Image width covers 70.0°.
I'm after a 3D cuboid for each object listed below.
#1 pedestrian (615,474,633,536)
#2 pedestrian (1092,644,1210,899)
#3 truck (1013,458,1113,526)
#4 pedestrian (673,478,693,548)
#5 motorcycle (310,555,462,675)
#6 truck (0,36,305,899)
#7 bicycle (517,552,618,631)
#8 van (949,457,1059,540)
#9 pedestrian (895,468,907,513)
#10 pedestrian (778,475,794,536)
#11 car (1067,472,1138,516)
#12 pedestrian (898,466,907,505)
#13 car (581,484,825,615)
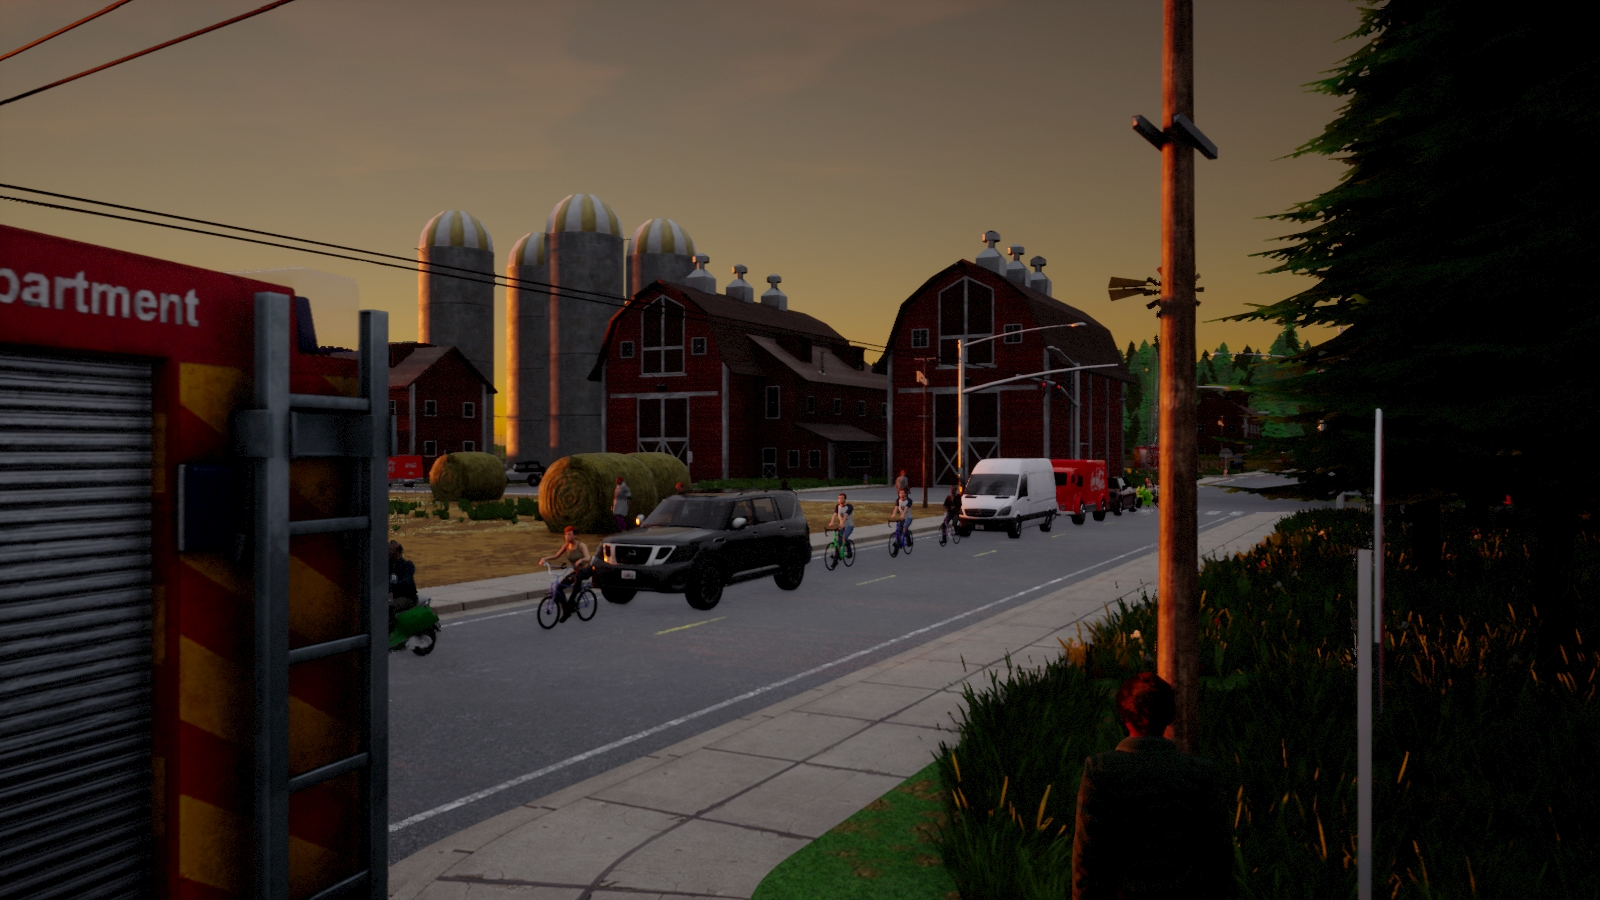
[{"bbox_3d":[-5.417,1.687,35.211,0.375,1.860,0.375,0,0,38],"label":"pedestrian"},{"bbox_3d":[1.247,1.665,4.098,0.375,1.860,0.375,0,0,12],"label":"pedestrian"},{"bbox_3d":[10.520,1.577,45.334,2.627,2.467,5.204,0,0,28],"label":"truck"},{"bbox_3d":[-3.156,1.698,30.766,0.375,1.860,0.375,0,0,32],"label":"pedestrian"},{"bbox_3d":[-5.477,2.148,15.226,0.856,1.316,1.805,0,0,28],"label":"motorcycle"},{"bbox_3d":[-6.149,0.872,3.913,8.468,3.827,2.891,0,0,19],"label":"truck"},{"bbox_3d":[-3.750,2.262,18.502,0.859,1.080,1.487,0,0,28],"label":"bicycle"},{"bbox_3d":[7.046,1.543,38.898,1.988,2.561,5.915,0,0,28],"label":"van"},{"bbox_3d":[4.230,1.688,47.747,0.375,1.860,0.375,0,0,28],"label":"pedestrian"},{"bbox_3d":[-0.424,1.703,35.252,0.375,1.860,0.375,0,0,19],"label":"pedestrian"},{"bbox_3d":[13.605,1.913,51.189,2.097,1.767,4.553,0,0,28],"label":"car"},{"bbox_3d":[4.862,1.686,54.059,0.375,1.860,0.375,0,0,-7],"label":"pedestrian"},{"bbox_3d":[-1.692,1.786,22.355,2.150,2.045,5.566,0,0,27],"label":"car"}]
